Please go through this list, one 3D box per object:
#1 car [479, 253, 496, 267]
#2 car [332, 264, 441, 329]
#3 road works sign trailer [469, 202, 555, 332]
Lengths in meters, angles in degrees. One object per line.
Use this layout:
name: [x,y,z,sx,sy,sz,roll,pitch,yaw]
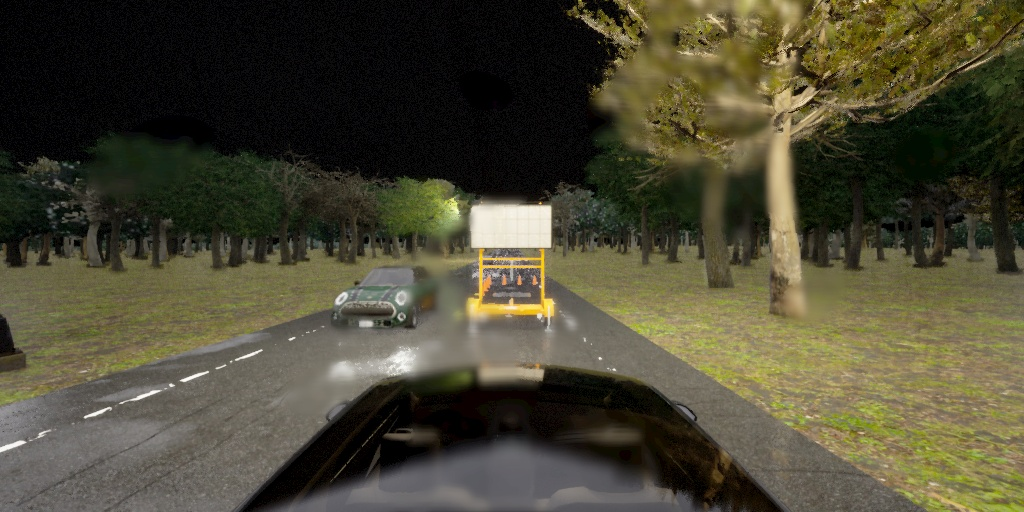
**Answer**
car: [-3.626,0.685,50.765,1.812,1.442,4.674,0,2,0]
car: [-3.606,1.080,11.121,2.097,1.767,4.553,0,0,0]
road works sign trailer: [-0.006,0.194,10.732,2.380,3.560,2.880,0,0,0]
